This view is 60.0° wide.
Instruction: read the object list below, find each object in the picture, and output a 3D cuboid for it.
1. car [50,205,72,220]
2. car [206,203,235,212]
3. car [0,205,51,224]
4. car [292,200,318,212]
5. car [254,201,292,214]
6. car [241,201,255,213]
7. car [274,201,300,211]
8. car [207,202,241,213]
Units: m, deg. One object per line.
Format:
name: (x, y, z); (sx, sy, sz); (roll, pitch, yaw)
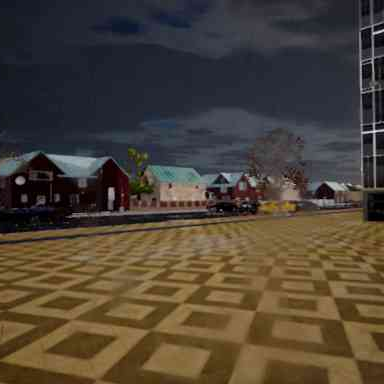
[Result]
car: (-14.179, 1.963, 31.488); (2.033, 1.411, 5.357); (-1, -1, 43)
car: (4.386, 2.344, 51.202); (1.895, 1.301, 4.718); (-1, -2, 44)
car: (-14.263, 1.930, 26.645); (1.895, 1.301, 4.718); (-1, -1, 43)
car: (17.602, 2.078, 50.990); (2.097, 1.767, 4.553); (-1, -2, 43)
car: (10.694, 2.068, 43.537); (1.882, 1.535, 5.008); (-1, -2, 44)
car: (8.542, 1.992, 46.005); (2.097, 1.767, 4.553); (-1, -1, 44)
car: (15.252, 2.249, 53.231); (1.882, 1.535, 5.008); (-1, -2, 43)
car: (4.338, 2.160, 46.438); (1.837, 1.490, 4.892); (-1, -2, 44)
